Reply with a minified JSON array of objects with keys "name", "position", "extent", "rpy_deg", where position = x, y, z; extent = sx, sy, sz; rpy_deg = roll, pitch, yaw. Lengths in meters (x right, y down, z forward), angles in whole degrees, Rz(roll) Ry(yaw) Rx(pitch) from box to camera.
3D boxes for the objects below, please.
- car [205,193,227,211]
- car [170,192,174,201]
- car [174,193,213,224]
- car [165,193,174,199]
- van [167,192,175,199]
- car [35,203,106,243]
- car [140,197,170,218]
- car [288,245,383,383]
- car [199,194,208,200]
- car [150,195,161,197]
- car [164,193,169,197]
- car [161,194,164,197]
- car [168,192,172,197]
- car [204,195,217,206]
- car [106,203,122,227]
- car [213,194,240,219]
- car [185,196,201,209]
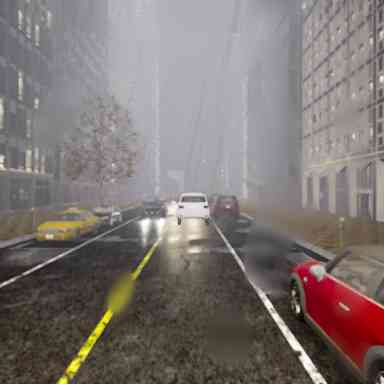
[{"name":"car","position":[2.699,1.109,38.608],"extent":[2.192,1.841,5.009],"rpy_deg":[0,0,0]},{"name":"car","position":[-2.992,1.204,69.005],"extent":[1.895,1.301,4.718],"rpy_deg":[0,0,0]},{"name":"car","position":[0.088,1.099,23.804],"extent":[2.150,2.045,5.566],"rpy_deg":[0,1,0]},{"name":"car","position":[-5.678,1.062,84.159],"extent":[1.887,1.381,4.507],"rpy_deg":[0,0,0]},{"name":"van","position":[-5.676,0.822,89.850],"extent":[1.690,1.788,3.998],"rpy_deg":[0,0,0]},{"name":"car","position":[-5.686,1.444,15.681],"extent":[1.752,1.417,4.829],"rpy_deg":[0,0,0]},{"name":"car","position":[-3.096,1.418,27.758],"extent":[1.994,1.385,4.181],"rpy_deg":[0,0,0]},{"name":"car","position":[2.694,1.417,4.456],"extent":[1.967,1.590,4.097],"rpy_deg":[0,0,0]},{"name":"car","position":[2.702,1.119,78.453],"extent":[1.947,1.339,4.313],"rpy_deg":[0,0,0]},{"name":"car","position":[-5.682,1.312,44.314],"extent":[2.008,1.369,4.403],"rpy_deg":[0,0,0]},{"name":"car","position":[-5.680,1.241,61.389],"extent":[1.802,1.307,4.206],"rpy_deg":[0,0,0]},{"name":"car","position":[-5.682,1.293,50.007],"extent":[1.947,1.339,4.313],"rpy_deg":[0,0,0]},{"name":"car","position":[-5.679,1.140,72.775],"extent":[2.008,1.369,4.403],"rpy_deg":[0,0,0]},{"name":"car","position":[2.699,1.252,50.162],"extent":[1.752,1.417,4.829],"rpy_deg":[0,0,0]},{"name":"car","position":[-5.685,1.438,21.545],"extent":[2.008,1.369,4.403],"rpy_deg":[0,0,0]},{"name":"car","position":[2.697,1.172,27.223],"extent":[2.192,1.841,5.009],"rpy_deg":[0,0,0]},{"name":"car","position":[0.103,1.304,41.225],"extent":[1.812,1.442,4.674],"rpy_deg":[0,0,0]}]
